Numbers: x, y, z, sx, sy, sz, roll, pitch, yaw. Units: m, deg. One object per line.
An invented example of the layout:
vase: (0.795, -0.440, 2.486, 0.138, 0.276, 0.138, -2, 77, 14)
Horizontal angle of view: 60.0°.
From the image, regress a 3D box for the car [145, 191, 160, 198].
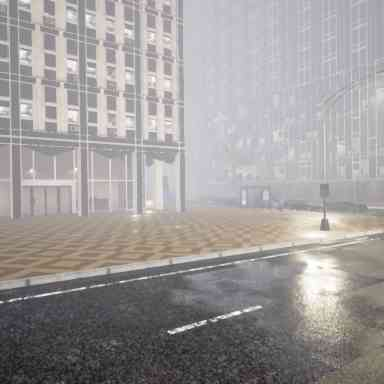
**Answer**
car: (-9.932, 0.685, 83.134, 1.967, 1.590, 4.097, 0, 1, -34)

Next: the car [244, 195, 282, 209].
car: (8.816, 1.387, 40.855, 1.802, 1.307, 4.206, 0, 1, -34)

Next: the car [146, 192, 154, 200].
car: (-10.402, 1.039, 69.022, 2.008, 1.369, 4.403, 0, 1, -34)

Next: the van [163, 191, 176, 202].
van: (-3.965, 0.937, 59.651, 1.690, 1.788, 3.998, 0, 1, -34)

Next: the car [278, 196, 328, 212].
car: (12.020, 1.423, 36.158, 1.947, 1.339, 4.313, 0, 1, -34)

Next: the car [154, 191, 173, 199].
car: (-6.714, 0.614, 78.448, 2.192, 1.841, 5.009, 0, 1, -34)

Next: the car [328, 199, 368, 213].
car: (16.111, 1.408, 34.991, 1.994, 1.385, 4.181, -1, 1, -35)

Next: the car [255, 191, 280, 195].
car: (10.633, 1.108, 42.965, 2.097, 1.767, 4.553, -1, 1, -35)

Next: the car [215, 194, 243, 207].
car: (5.645, 1.319, 45.572, 1.947, 1.339, 4.313, 0, 1, -34)

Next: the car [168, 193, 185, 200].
car: (-3.495, 0.935, 73.767, 1.802, 1.307, 4.206, 0, 1, -34)

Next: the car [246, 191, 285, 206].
car: (10.638, 0.884, 48.599, 2.150, 2.045, 5.566, -1, 1, -34)

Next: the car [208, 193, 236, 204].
car: (4.992, 1.266, 51.191, 1.895, 1.301, 4.718, -1, 1, -34)

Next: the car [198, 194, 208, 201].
car: (2.942, 1.043, 64.398, 1.802, 1.307, 4.206, 0, 1, -34)
